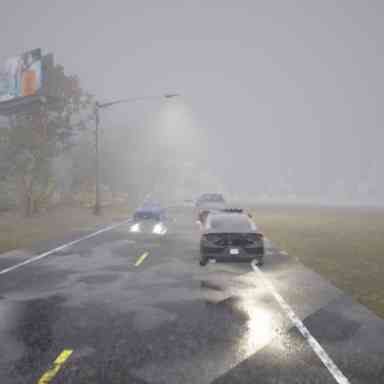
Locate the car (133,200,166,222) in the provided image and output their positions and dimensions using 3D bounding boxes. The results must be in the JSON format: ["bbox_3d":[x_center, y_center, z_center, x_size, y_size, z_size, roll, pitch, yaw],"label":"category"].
[{"bbox_3d":[-3.108,1.368,25.127,1.882,1.535,5.008,0,0,2],"label":"car"}]

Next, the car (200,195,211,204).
[{"bbox_3d":[2.565,1.415,61.994,1.882,1.535,5.008,0,0,5],"label":"car"}]

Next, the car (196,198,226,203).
[{"bbox_3d":[1.395,1.377,21.237,1.882,1.535,5.008,0,0,2],"label":"car"}]

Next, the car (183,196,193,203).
[{"bbox_3d":[-0.554,1.495,66.273,2.033,1.411,5.357,0,0,5],"label":"car"}]

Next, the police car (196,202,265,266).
[{"bbox_3d":[1.163,1.358,11.382,1.930,1.638,5.238,0,0,1],"label":"police car"}]

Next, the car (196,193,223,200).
[{"bbox_3d":[1.597,1.113,27.243,2.150,2.045,5.566,0,0,2],"label":"car"}]
